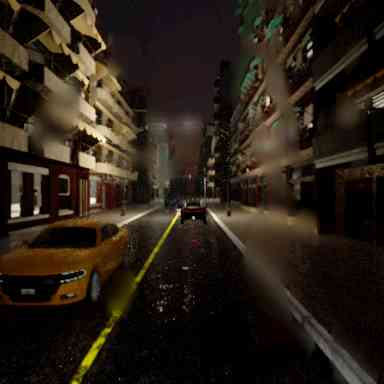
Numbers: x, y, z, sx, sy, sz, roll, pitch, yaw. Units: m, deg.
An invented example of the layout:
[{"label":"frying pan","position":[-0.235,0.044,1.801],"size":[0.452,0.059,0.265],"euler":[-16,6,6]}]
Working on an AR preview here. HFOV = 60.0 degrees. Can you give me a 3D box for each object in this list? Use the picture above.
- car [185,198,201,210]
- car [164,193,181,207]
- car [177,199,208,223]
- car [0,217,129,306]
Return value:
[{"label":"car","position":[0.112,1.511,43.019],"size":[1.895,1.301,4.718],"euler":[0,0,0]},{"label":"car","position":[-2.832,1.124,48.686],"size":[2.150,2.045,5.566],"euler":[0,0,0]},{"label":"car","position":[0.101,1.445,24.576],"size":[1.837,1.490,4.892],"euler":[0,0,0]},{"label":"car","position":[-2.848,1.454,8.267],"size":[1.882,1.535,5.008],"euler":[0,0,0]}]
